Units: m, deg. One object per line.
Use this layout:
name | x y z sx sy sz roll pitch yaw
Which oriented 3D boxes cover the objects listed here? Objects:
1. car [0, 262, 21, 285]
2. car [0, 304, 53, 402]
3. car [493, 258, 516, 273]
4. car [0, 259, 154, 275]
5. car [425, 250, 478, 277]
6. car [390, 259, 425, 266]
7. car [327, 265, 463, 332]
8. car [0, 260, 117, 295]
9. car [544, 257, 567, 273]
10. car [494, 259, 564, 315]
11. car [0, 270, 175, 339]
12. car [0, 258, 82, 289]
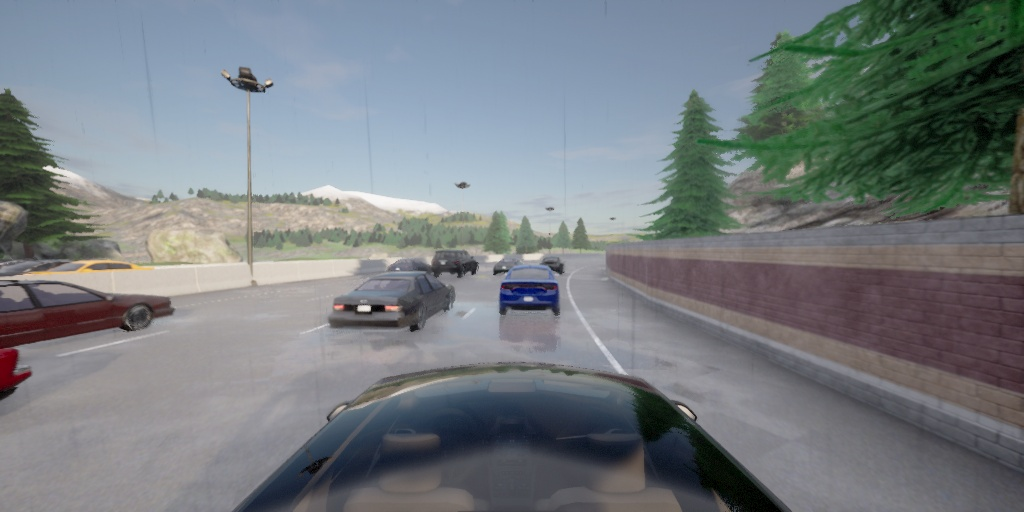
car | -30.517 1.038 19.168 1.895 1.301 4.718 0 1 7
car | -6.841 1.336 2.205 1.895 1.301 4.718 0 1 0
car | -0.190 0.852 30.001 1.994 1.385 4.181 0 1 12
car | -20.173 0.958 17.075 1.882 1.535 5.008 0 1 6
car | -4.294 0.545 27.591 2.150 2.045 5.566 0 1 11
car | -7.809 0.884 27.621 1.994 1.385 4.181 0 1 10
car | -3.056 1.153 10.356 2.033 1.411 5.357 0 1 4
car | -23.595 0.969 18.014 1.837 1.490 4.892 0 0 6
car | 3.496 0.789 30.488 1.837 1.490 4.892 0 1 13
car | 0.680 1.048 12.779 1.882 1.535 5.008 0 1 5
car | -10.222 1.197 7.284 2.033 1.411 5.357 0 1 3
car | -27.006 0.934 19.097 2.128 1.511 4.902 0 1 7
